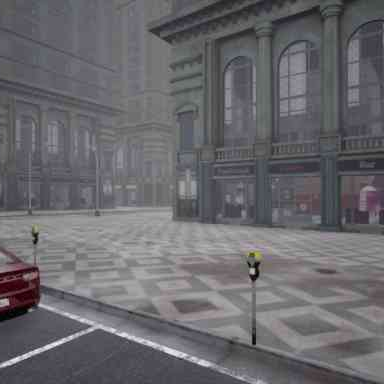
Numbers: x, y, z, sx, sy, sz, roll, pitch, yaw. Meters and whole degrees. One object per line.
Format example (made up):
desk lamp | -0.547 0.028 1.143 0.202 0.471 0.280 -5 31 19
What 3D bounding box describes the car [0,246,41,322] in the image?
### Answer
car | -4.689 1.545 6.299 4.507 1.381 1.887 0 0 35
